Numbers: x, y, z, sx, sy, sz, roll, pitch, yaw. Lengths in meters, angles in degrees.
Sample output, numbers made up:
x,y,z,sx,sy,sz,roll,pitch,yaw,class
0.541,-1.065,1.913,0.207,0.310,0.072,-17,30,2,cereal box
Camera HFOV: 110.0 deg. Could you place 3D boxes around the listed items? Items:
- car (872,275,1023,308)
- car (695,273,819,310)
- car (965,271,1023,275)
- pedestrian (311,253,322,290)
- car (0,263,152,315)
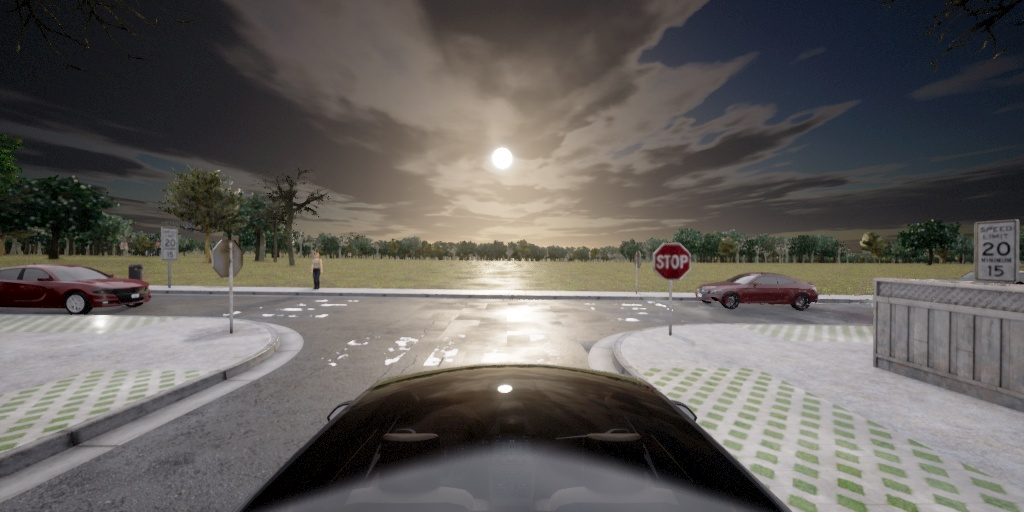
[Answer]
x,y,z,sx,sy,sz,roll,pitch,yaw,class
15.297,1.512,12.378,4.674,1.442,1.812,1,0,0,car
10.274,1.430,15.181,4.674,1.442,1.812,1,0,-1,car
20.540,1.400,15.287,4.553,1.767,2.097,1,0,-3,car
-9.754,0.747,17.891,0.375,1.860,0.375,0,-1,-1,pedestrian
-15.097,1.027,11.975,5.008,1.535,1.882,1,0,-1,car
